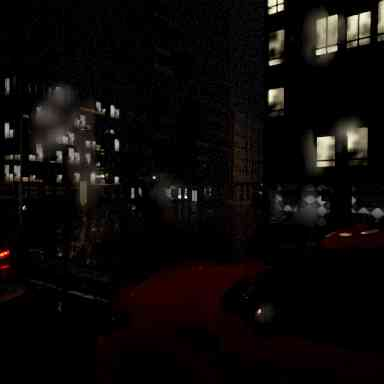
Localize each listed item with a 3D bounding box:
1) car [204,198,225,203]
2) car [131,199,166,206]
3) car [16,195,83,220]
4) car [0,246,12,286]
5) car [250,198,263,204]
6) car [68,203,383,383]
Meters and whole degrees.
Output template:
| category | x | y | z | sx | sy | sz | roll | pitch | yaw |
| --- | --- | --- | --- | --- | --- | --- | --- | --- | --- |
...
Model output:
| category | x | y | z | sx | sy | sz | roll | pitch | yaw |
| --- | --- | --- | --- | --- | --- | --- | --- | --- | --- |
| car | 3.384 | 1.703 | 50.259 | 1.812 | 1.442 | 4.674 | 1 | 0 | 37 |
| car | -5.044 | 1.606 | 38.976 | 2.128 | 1.511 | 4.902 | 1 | 0 | 37 |
| car | -12.282 | 1.279 | 29.195 | 2.150 | 2.045 | 5.566 | 1 | 0 | 39 |
| car | -6.162 | 1.522 | 8.063 | 4.674 | 1.442 | 1.812 | 0 | 0 | 35 |
| car | 11.587 | 1.793 | 55.978 | 2.033 | 1.411 | 5.357 | 1 | 0 | 37 |
| car | 1.740 | 1.222 | 2.444 | 5.566 | 2.045 | 2.150 | 0 | 0 | 35 |
